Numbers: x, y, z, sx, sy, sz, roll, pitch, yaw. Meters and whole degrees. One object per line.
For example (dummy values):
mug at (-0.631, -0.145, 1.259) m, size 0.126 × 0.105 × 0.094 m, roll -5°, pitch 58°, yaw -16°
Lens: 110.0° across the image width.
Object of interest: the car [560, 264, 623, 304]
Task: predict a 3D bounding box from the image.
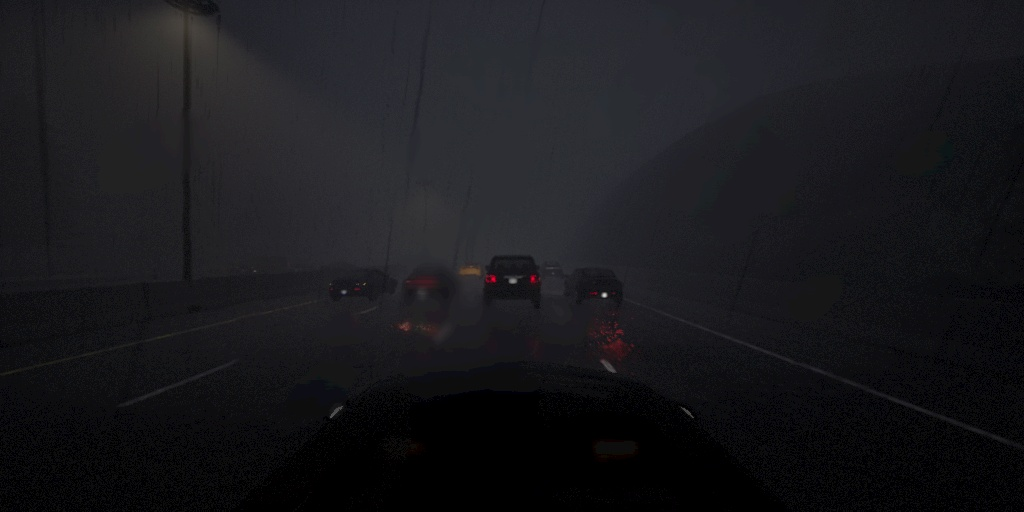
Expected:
car at (3.520, 1.235, 16.096) m, size 1.837 × 1.490 × 4.892 m, roll 0°, pitch 0°, yaw 0°

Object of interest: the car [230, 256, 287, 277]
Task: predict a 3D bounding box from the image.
car at (-24.791, 1.067, 35.903) m, size 2.150 × 2.045 × 5.566 m, roll 0°, pitch 0°, yaw 0°

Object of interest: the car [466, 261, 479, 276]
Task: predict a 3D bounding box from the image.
car at (-3.581, 1.234, 33.187) m, size 1.882 × 1.535 × 5.008 m, roll 0°, pitch 0°, yaw 0°

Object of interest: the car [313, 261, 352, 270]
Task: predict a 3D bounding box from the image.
car at (-17.793, 1.295, 36.678) m, size 1.882 × 1.535 × 5.008 m, roll 0°, pitch 0°, yaw 0°

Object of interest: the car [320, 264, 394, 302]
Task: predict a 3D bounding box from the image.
car at (-6.995, 1.302, 17.184) m, size 1.812 × 1.442 × 4.674 m, roll 0°, pitch 0°, yaw 0°

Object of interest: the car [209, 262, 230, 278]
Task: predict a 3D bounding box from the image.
car at (-28.290, 1.341, 36.650) m, size 1.882 × 1.535 × 5.008 m, roll 0°, pitch 0°, yaw 0°

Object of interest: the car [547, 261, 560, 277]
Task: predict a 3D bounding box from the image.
car at (3.426, 1.218, 31.676) m, size 2.128 × 1.511 × 4.902 m, roll 0°, pitch 0°, yaw 0°

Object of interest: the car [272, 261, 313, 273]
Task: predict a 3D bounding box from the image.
car at (-21.290, 1.434, 35.930) m, size 1.895 × 1.301 × 4.718 m, roll 0°, pitch 0°, yaw 0°

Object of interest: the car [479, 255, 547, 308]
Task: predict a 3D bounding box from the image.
car at (0.024, 0.968, 15.235) m, size 2.150 × 2.045 × 5.566 m, roll 0°, pitch 0°, yaw 0°

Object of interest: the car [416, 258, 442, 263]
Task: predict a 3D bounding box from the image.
car at (-7.081, 1.249, 33.162) m, size 1.882 × 1.535 × 5.008 m, roll 0°, pitch 0°, yaw 0°

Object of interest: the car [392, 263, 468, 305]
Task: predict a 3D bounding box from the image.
car at (-3.481, 1.252, 16.266) m, size 2.128 × 1.511 × 4.902 m, roll 0°, pitch 0°, yaw 0°
